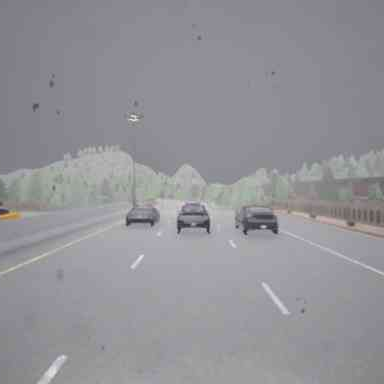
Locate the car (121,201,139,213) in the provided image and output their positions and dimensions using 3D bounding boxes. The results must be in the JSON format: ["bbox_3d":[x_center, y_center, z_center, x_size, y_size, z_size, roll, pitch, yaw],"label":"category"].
[{"bbox_3d":[-10.578,2.648,57.230,2.097,1.767,4.553,0,-6,0],"label":"car"}]

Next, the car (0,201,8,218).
[{"bbox_3d":[-17.610,1.522,27.883,1.812,1.442,4.674,0,0,0],"label":"car"}]

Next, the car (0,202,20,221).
[{"bbox_3d":[-10.607,1.476,16.742,1.882,1.535,5.008,0,0,0],"label":"car"}]

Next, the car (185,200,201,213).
[{"bbox_3d":[0.092,1.636,39.028,1.812,1.442,4.674,0,-2,0],"label":"car"}]

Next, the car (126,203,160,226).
[{"bbox_3d":[-3.412,1.555,23.671,1.994,1.385,4.181,0,0,0],"label":"car"}]

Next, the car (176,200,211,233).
[{"bbox_3d":[0.090,1.483,19.781,2.128,1.511,4.902,0,0,0],"label":"car"}]

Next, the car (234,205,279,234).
[{"bbox_3d":[3.590,1.495,19.072,1.837,1.490,4.892,0,0,0],"label":"car"}]
